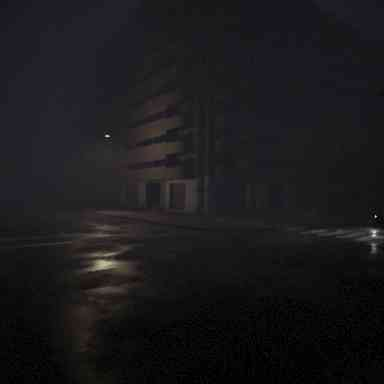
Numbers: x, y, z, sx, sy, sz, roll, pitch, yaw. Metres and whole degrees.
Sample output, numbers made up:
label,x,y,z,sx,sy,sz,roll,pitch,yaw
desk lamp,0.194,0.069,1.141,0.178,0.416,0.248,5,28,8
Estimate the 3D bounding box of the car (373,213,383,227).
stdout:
label,x,y,z,sx,sy,sz,roll,pitch,yaw
car,14.454,1.732,22.879,4.718,1.301,1.895,1,0,-35
